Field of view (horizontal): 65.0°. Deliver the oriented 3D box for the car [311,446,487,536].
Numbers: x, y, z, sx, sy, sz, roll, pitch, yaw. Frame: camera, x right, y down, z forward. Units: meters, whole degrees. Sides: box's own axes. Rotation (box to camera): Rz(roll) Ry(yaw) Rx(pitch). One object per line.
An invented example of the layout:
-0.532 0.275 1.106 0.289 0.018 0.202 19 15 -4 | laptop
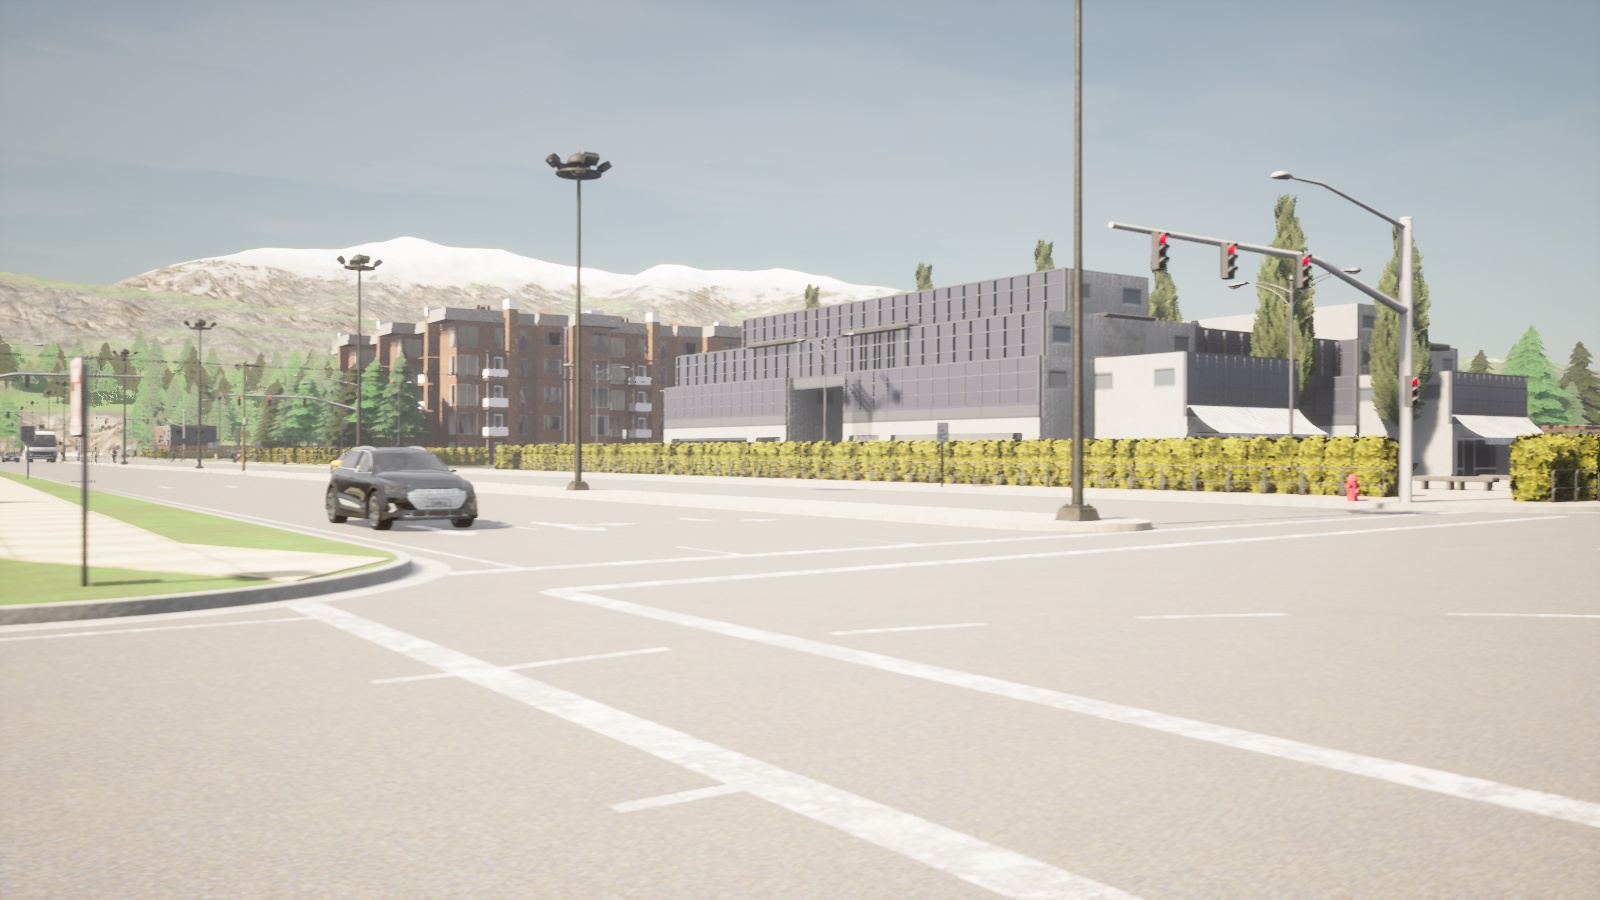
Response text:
-8.276 0.755 25.597 2.033 1.649 4.856 0 0 -36 | car
